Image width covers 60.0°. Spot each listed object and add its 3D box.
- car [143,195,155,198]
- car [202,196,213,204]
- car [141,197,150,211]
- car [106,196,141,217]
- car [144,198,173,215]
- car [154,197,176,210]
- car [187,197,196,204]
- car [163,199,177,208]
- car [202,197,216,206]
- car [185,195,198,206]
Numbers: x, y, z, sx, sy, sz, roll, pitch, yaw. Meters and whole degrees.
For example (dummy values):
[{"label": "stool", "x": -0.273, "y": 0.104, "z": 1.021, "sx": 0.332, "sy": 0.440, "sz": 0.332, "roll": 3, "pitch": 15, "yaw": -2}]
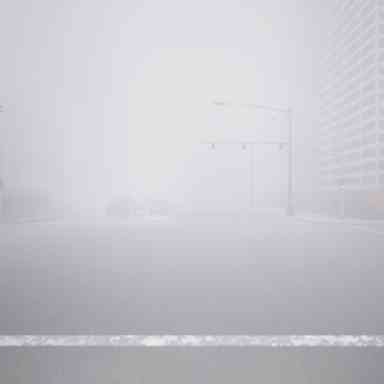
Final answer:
[{"label": "car", "x": -7.152, "y": 1.545, "z": 54.962, "sx": 2.150, "sy": 2.045, "sz": 5.566, "roll": 0, "pitch": 0, "yaw": 0}, {"label": "car", "x": 3.417, "y": 1.791, "z": 74.217, "sx": 2.097, "sy": 1.767, "sz": 4.553, "roll": 0, "pitch": 0, "yaw": 0}, {"label": "car", "x": -7.152, "y": 1.809, "z": 44.436, "sx": 2.033, "sy": 1.411, "sz": 5.357, "roll": 0, "pitch": 0, "yaw": 0}, {"label": "car", "x": -7.122, "y": 1.423, "z": 34.187, "sx": 2.150, "sy": 2.045, "sz": 5.566, "roll": 0, "pitch": 0, "yaw": 2}, {"label": "car", "x": -3.643, "y": 1.710, "z": 37.104, "sx": 2.128, "sy": 1.511, "sz": 4.902, "roll": 0, "pitch": 0, "yaw": 0}, {"label": "car", "x": -3.650, "y": 1.624, "z": 46.322, "sx": 2.097, "sy": 1.767, "sz": 4.553, "roll": 0, "pitch": 0, "yaw": 0}, {"label": "car", "x": -0.086, "y": 1.817, "z": 74.069, "sx": 1.994, "sy": 1.385, "sz": 4.181, "roll": 0, "pitch": 0, "yaw": 0}, {"label": "car", "x": -3.652, "y": 1.894, "z": 56.133, "sx": 1.994, "sy": 1.385, "sz": 4.181, "roll": 0, "pitch": 0, "yaw": 0}, {"label": "car", "x": 3.522, "y": 1.903, "z": 64.314, "sx": 1.812, "sy": 1.442, "sz": 4.674, "roll": 0, "pitch": 0, "yaw": 0}, {"label": "car", "x": -0.073, "y": 1.594, "z": 63.399, "sx": 2.150, "sy": 2.045, "sz": 5.566, "roll": 0, "pitch": 0, "yaw": 0}]
